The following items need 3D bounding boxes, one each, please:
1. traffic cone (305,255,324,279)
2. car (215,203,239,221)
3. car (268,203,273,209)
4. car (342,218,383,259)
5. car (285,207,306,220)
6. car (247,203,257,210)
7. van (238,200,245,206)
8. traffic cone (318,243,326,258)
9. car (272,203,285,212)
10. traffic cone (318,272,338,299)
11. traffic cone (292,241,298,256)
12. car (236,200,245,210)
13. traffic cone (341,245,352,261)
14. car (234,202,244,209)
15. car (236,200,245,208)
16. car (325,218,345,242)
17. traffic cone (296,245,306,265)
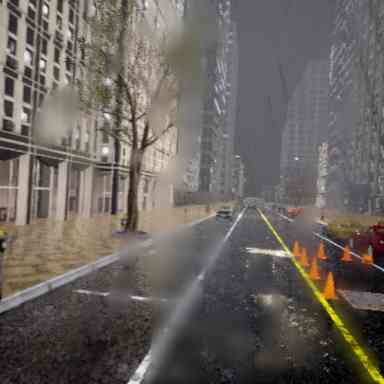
[{"bbox_3d":[3.678,2.277,10.011,0.340,0.580,0.340,3,-1,10],"label":"traffic cone"},{"bbox_3d":[3.350,2.093,33.375,2.008,1.369,4.403,3,-1,10],"label":"car"},{"bbox_3d":[20.437,3.581,81.916,2.008,1.369,4.403,3,-1,10],"label":"car"},{"bbox_3d":[8.641,2.211,15.252,1.887,1.381,4.507,3,-1,10],"label":"car"},{"bbox_3d":[13.556,2.784,43.029,1.887,1.381,4.507,3,-1,10],"label":"car"},{"bbox_3d":[12.049,2.994,67.088,1.895,1.301,4.718,3,-1,10],"label":"car"},{"bbox_3d":[14.171,3.127,94.471,1.690,1.788,3.998,3,-1,10],"label":"van"},{"bbox_3d":[5.358,2.414,13.775,0.340,0.580,0.340,3,-1,10],"label":"traffic cone"},{"bbox_3d":[17.488,3.244,65.250,2.008,1.369,4.403,3,-1,10],"label":"car"},{"bbox_3d":[3.329,2.236,8.043,0.340,0.580,0.340,3,-1,10],"label":"traffic cone"},{"bbox_3d":[4.375,2.358,13.950,0.340,0.580,0.340,3,-1,10],"label":"traffic cone"},{"bbox_3d":[9.218,2.747,66.532,1.752,1.417,4.829,3,-1,10],"label":"car"},{"bbox_3d":[6.341,2.470,13.599,0.340,0.580,0.340,3,-1,10],"label":"traffic cone"},{"bbox_3d":[10.228,2.919,72.252,1.802,1.307,4.206,3,-1,10],"label":"car"},{"bbox_3d":[12.207,2.877,83.364,2.192,1.841,5.009,3,-1,10],"label":"car"},{"bbox_3d":[9.654,2.310,20.975,1.752,1.417,4.829,3,-1,10],"label":"car"},{"bbox_3d":[4.026,2.318,11.980,0.340,0.580,0.340,3,-1,10],"label":"traffic cone"}]
